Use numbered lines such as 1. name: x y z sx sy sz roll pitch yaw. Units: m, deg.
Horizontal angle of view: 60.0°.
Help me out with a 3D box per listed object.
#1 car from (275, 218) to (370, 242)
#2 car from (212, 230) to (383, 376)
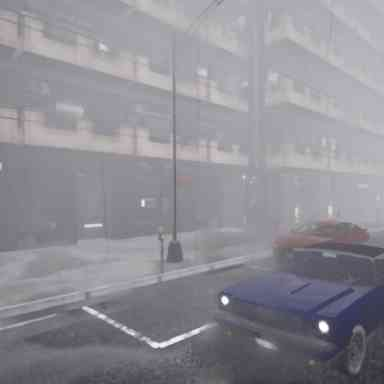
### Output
1. car: 4.515 1.632 11.311 4.507 1.381 1.887 0 -1 -43
2. car: 2.481 1.647 5.865 1.895 1.301 4.718 -1 -1 44
